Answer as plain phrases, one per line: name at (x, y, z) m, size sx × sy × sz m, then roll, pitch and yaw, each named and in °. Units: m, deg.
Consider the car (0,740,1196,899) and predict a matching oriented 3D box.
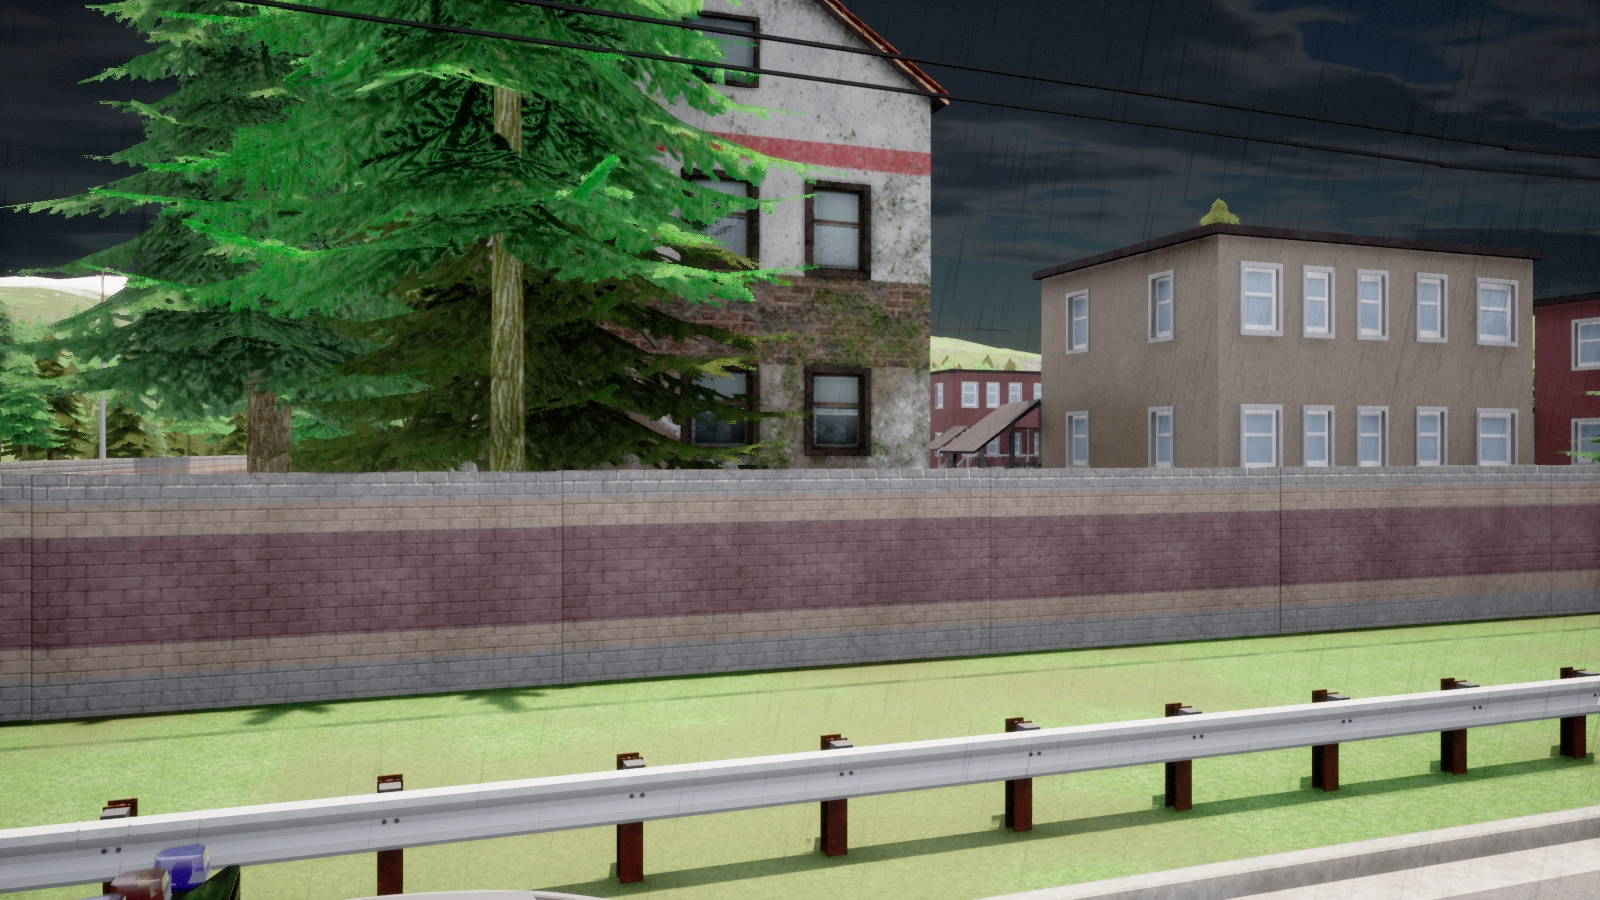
car at (-1.671, 1.982, 2.695) m, size 5.238 × 1.638 × 2.097 m, roll 0°, pitch 0°, yaw -20°
